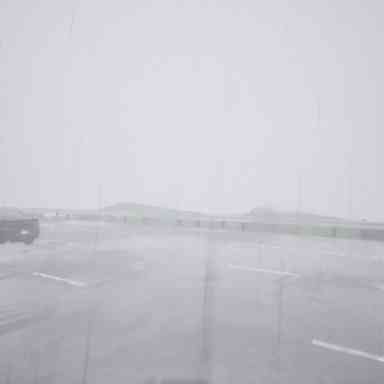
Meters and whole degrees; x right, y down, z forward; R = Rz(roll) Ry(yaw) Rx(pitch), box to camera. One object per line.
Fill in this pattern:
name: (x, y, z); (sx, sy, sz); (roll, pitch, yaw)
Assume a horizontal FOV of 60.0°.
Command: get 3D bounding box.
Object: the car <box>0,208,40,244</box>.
car: (-8.471, 1.378, 13.815); (5.008, 1.535, 1.882); (0, 0, 30)
